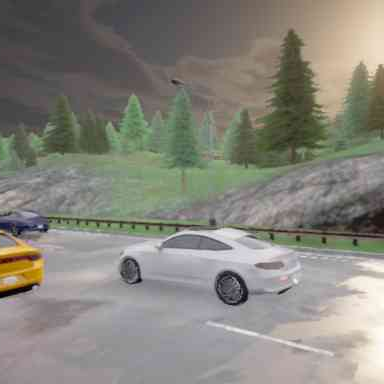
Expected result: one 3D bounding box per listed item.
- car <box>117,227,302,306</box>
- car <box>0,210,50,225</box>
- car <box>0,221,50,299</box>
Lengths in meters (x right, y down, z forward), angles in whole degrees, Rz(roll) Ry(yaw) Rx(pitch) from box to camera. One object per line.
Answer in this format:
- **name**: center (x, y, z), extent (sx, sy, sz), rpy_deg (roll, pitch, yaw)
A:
- **car**: center (0.233, 1.582, 8.115), extent (4.674, 1.442, 1.812), rpy_deg (-1, 0, 35)
- **car**: center (-10.371, 1.786, 19.943), extent (4.674, 1.442, 1.812), rpy_deg (-1, 0, 35)
- **car**: center (-5.570, 1.596, 7.950), extent (5.008, 1.535, 1.882), rpy_deg (-1, 0, 35)
